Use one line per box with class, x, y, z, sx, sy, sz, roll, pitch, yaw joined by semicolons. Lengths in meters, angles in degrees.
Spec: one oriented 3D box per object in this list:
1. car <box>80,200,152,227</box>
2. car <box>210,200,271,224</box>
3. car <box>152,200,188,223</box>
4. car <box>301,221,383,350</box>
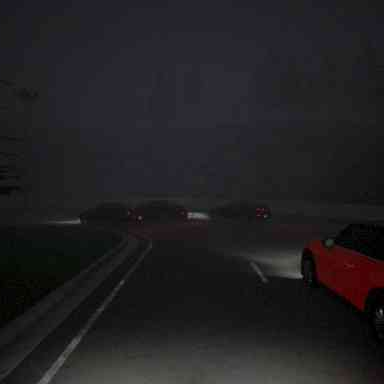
car;-5.122;1.357;21.376;4.674;1.442;1.812;0;0;32
car;3.257;1.322;23.228;2.128;1.511;4.902;0;0;-37
car;-2.656;1.293;24.014;5.008;1.535;1.882;0;0;35
car;3.678;1.311;6.193;2.097;1.767;4.553;0;0;0
